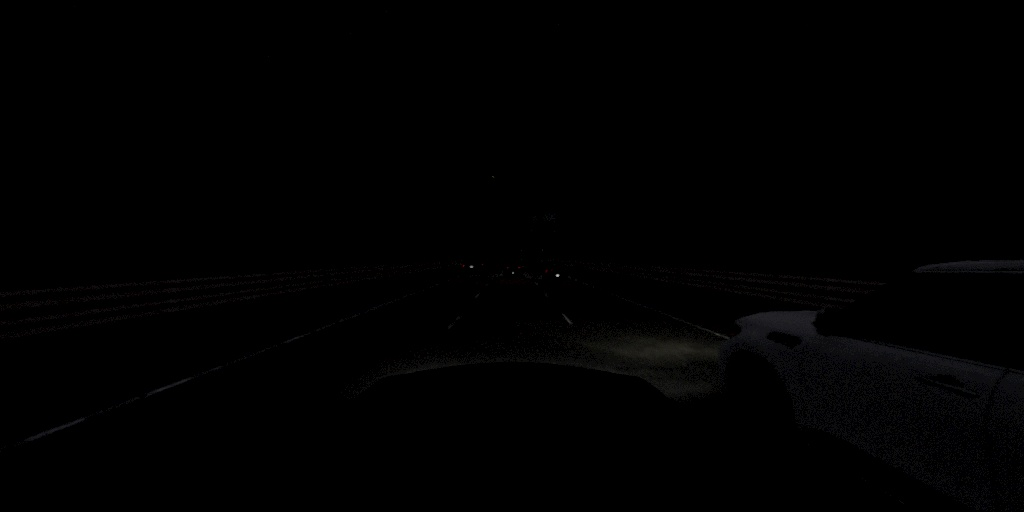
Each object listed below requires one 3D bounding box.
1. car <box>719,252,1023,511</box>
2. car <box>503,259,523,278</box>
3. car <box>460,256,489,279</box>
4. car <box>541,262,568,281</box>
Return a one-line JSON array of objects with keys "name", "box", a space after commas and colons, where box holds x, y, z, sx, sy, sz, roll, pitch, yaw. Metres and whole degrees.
[{"name": "car", "box": [3.604, 0.972, 2.012, 2.150, 2.045, 5.566, 0, 0, 0]}, {"name": "car", "box": [0.107, 1.266, 34.108, 2.128, 1.511, 4.902, 0, 0, 0]}, {"name": "car", "box": [-3.391, 0.994, 32.827, 2.150, 2.045, 5.566, 0, 0, 0]}, {"name": "car", "box": [3.608, 1.275, 30.789, 1.837, 1.490, 4.892, 0, 0, 0]}]
